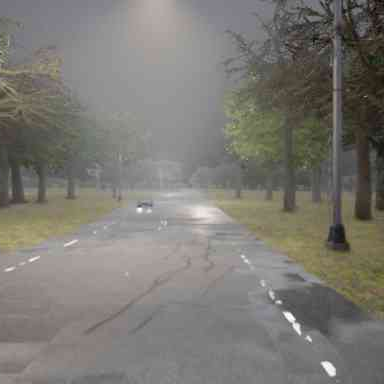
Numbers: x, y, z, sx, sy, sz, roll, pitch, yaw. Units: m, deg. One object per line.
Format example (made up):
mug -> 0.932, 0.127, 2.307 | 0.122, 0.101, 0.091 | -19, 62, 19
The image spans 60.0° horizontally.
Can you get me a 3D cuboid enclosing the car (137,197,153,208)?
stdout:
car -> -6.016, 1.322, 43.022 | 1.994, 1.385, 4.181 | 0, 0, -6
